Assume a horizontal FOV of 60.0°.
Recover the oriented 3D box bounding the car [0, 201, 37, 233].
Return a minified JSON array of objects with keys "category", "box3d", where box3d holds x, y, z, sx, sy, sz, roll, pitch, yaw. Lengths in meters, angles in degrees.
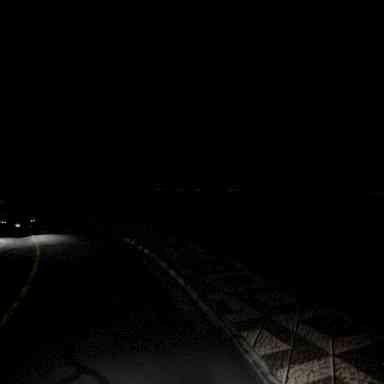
[{"category":"car","box3d":[-9.600,1.286,17.597,1.837,1.490,4.892,1,1,-36]}]
